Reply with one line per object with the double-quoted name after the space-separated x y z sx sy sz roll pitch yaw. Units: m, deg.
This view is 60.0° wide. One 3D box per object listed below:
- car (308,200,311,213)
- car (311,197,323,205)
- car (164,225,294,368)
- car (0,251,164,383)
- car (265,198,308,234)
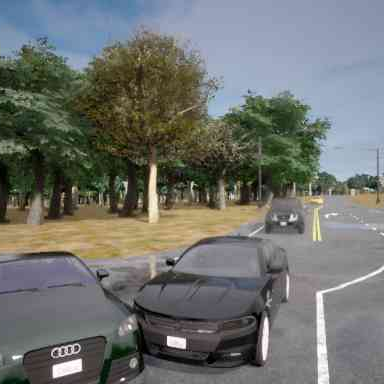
12.320 1.817 38.077 1.895 1.301 4.718 -1 0 20 "car"
23.607 1.675 62.974 1.882 1.535 5.008 -1 0 28 "car"
0.714 1.613 6.320 1.882 1.535 5.008 -1 -2 21 "car"
-2.328 1.643 5.014 1.994 1.385 4.181 1 -2 -33 "car"
5.953 1.401 20.894 2.150 2.045 5.566 -1 0 20 "car"
